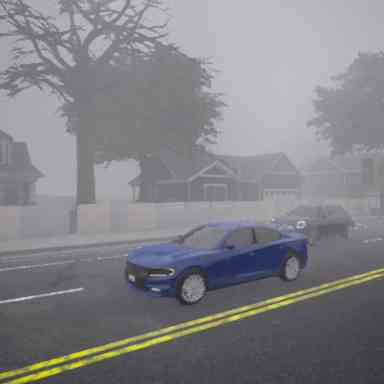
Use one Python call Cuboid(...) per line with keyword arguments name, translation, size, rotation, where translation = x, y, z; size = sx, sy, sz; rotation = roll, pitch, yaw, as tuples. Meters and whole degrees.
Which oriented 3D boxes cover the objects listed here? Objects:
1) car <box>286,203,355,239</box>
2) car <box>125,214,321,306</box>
Cuboid(name="car", translation=(5.629, 1.372, 15.685), size=(4.553, 1.767, 2.097), rotation=(0, 0, -35))
Cuboid(name="car", translation=(0.807, 1.486, 8.254), size=(5.008, 1.535, 1.882), rotation=(0, 0, -36))
